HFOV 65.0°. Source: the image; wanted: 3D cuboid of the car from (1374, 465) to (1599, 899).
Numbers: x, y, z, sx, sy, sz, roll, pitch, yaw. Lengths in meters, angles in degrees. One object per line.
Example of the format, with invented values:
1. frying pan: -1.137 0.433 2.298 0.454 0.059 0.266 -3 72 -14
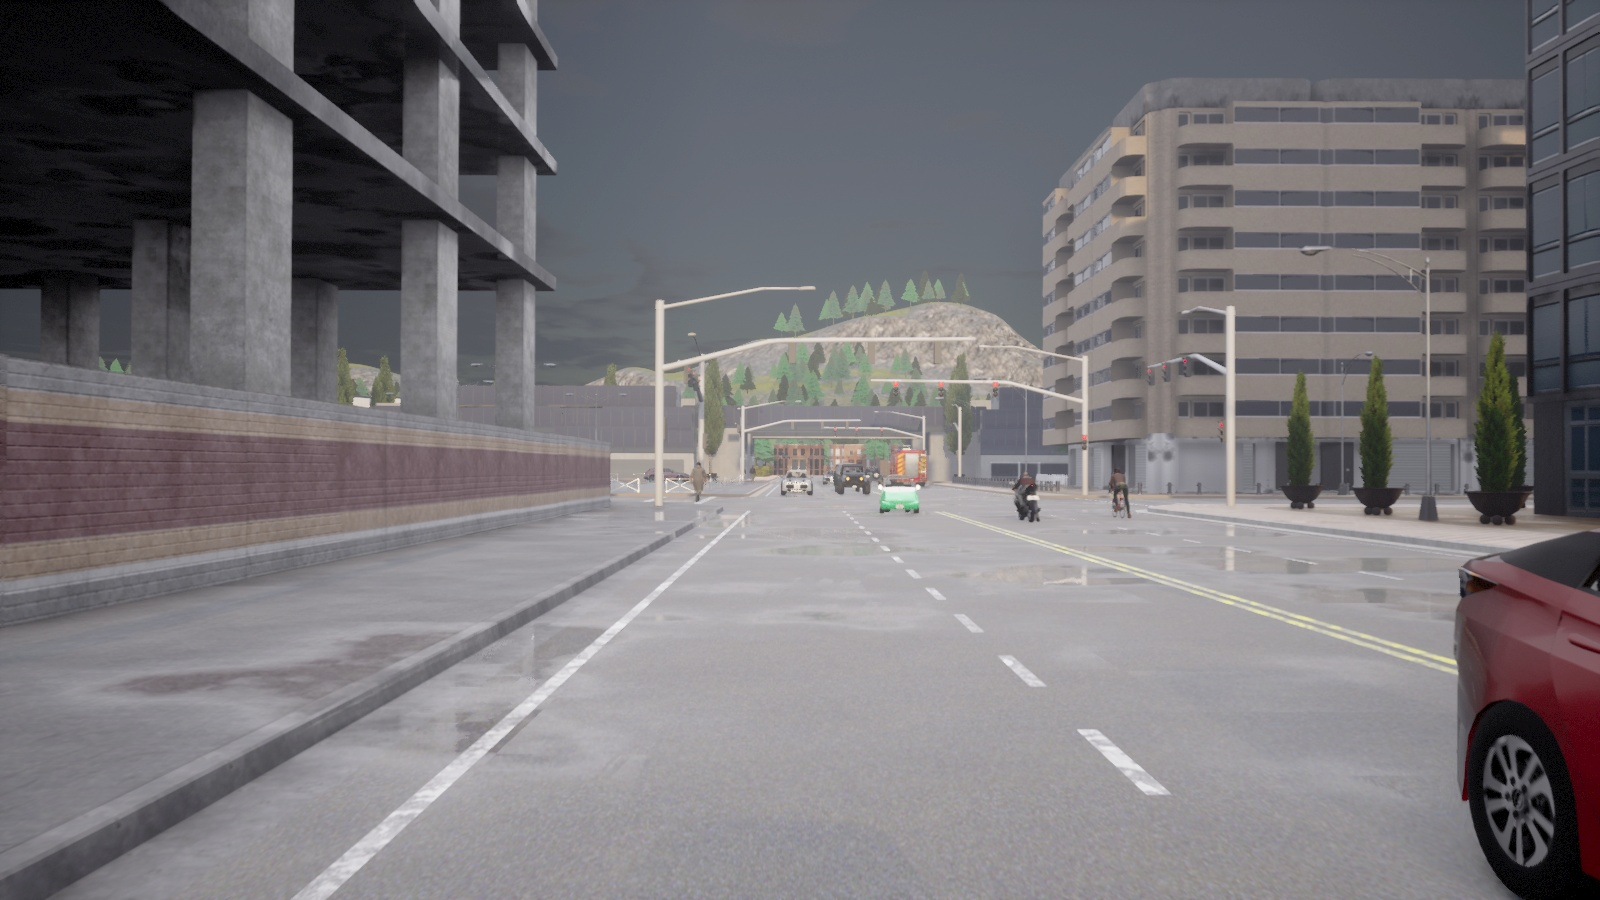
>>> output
1. car: 3.491 0.793 3.150 2.007 1.525 4.514 0 -1 0

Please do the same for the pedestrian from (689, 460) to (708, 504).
1. pedestrian: -4.577 1.429 56.730 0.659 1.952 0.873 0 -1 8

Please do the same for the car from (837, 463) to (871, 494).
1. car: 3.315 1.769 77.444 1.905 1.878 3.866 0 -1 0

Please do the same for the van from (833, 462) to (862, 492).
1. van: 3.291 1.879 87.651 1.775 1.987 4.442 0 -1 0

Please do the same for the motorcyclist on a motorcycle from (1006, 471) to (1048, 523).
1. motorcyclist on a motorcycle: 6.909 1.400 38.322 0.866 1.530 2.191 0 -1 0

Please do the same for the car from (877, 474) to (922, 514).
1. car: 3.505 1.527 44.531 1.481 1.376 2.207 0 -1 2

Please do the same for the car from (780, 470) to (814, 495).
1. car: -0.177 1.913 74.928 1.970 1.475 3.806 0 -1 0
